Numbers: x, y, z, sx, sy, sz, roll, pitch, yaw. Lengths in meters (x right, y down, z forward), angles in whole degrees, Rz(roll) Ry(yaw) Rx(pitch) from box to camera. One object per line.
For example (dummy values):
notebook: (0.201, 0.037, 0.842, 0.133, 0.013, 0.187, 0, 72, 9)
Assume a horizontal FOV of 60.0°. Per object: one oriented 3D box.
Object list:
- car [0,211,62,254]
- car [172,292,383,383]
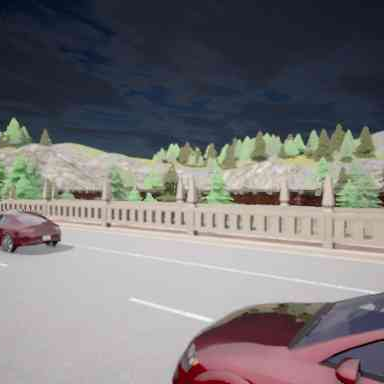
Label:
car: (-7.127, 1.488, 13.379, 4.674, 1.442, 1.812, 0, 0, 36)
car: (1.862, 1.564, 2.664, 4.181, 1.385, 1.994, 0, 0, 36)
